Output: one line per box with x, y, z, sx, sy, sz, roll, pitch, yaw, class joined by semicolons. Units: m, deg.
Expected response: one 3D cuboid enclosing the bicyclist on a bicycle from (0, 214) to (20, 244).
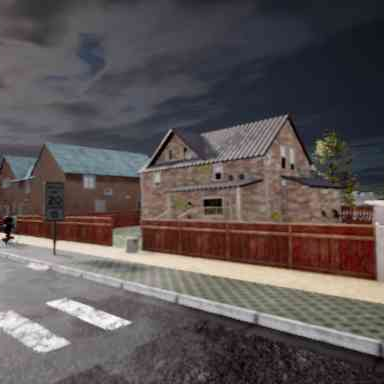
-9.962;2.005;17.589;0.582;1.620;1.656;-3;-3;42;bicyclist on a bicycle
